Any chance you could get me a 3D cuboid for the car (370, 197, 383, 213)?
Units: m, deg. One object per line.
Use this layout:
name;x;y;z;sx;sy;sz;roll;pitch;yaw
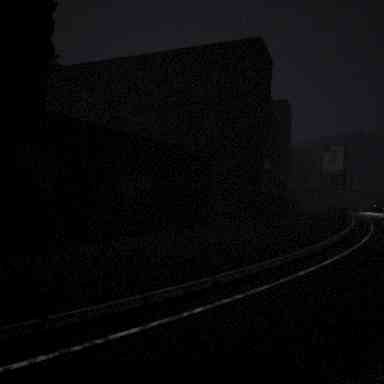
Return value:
car;19.166;1.303;33.549;1.837;1.490;4.892;2;1;26
